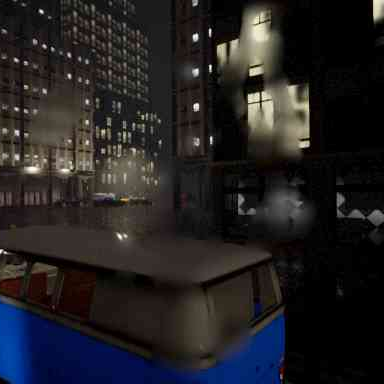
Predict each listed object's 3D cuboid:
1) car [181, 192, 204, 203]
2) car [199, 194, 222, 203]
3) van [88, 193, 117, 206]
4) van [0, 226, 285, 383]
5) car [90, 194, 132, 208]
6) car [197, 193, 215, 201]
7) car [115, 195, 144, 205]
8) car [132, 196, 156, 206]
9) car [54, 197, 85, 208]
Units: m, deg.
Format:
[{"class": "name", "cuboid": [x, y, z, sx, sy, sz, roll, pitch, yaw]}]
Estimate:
[{"class": "car", "cuboid": [-0.074, 0.908, 54.656, 2.192, 1.841, 5.009, 0, 0, 36]}, {"class": "car", "cuboid": [3.258, 1.100, 59.207, 2.008, 1.369, 4.403, 0, 0, 36]}, {"class": "van", "cuboid": [-13.517, 1.135, 50.473, 1.690, 1.788, 3.998, 0, 0, 36]}, {"class": "van", "cuboid": [-1.020, 1.342, 3.616, 3.998, 1.788, 1.690, 0, -1, 35]}, {"class": "car", "cuboid": [-10.060, 1.267, 41.007, 1.887, 1.381, 4.507, 0, 0, 36]}, {"class": "car", "cuboid": [3.137, 1.016, 73.233, 1.967, 1.590, 4.097, 0, 0, 36]}, {"class": "car", "cuboid": [-10.286, 1.278, 54.888, 1.752, 1.417, 4.829, 0, 0, 36]}, {"class": "car", "cuboid": [-6.731, 1.230, 45.557, 2.008, 1.369, 4.403, 0, 0, 36]}, {"class": "car", "cuboid": [-16.846, 1.403, 45.922, 1.947, 1.339, 4.313, 0, 0, 36]}]
